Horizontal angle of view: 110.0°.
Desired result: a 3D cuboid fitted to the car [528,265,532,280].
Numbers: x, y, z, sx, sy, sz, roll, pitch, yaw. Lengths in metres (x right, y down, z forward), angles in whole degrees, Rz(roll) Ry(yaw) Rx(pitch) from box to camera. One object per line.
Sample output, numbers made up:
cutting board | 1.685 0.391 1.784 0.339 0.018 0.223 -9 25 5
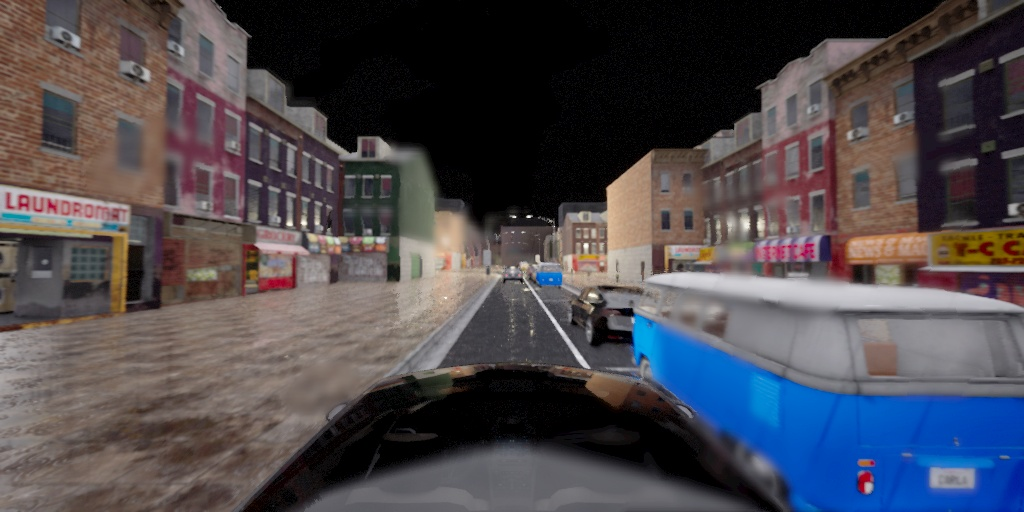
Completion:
car | 2.624 1.662 31.861 1.751 1.417 4.829 0 0 0

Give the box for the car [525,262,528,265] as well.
car | 2.622 1.652 37.230 1.967 1.591 4.097 0 0 0

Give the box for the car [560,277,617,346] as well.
car | 2.634 1.414 9.531 1.948 1.339 4.313 0 0 0

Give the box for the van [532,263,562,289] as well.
van | 2.627 1.403 26.150 1.690 1.789 3.998 0 0 0

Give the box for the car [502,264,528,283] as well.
car | 0.085 1.695 32.500 2.033 1.411 5.357 0 -1 0

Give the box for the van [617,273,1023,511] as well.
van | 2.636 1.119 3.991 1.690 1.789 3.998 0 0 0
